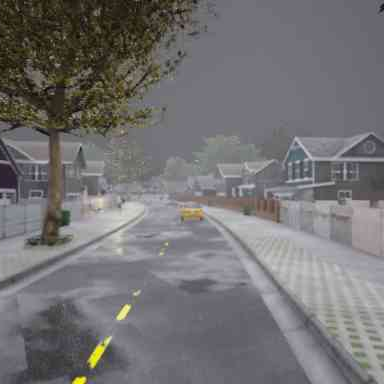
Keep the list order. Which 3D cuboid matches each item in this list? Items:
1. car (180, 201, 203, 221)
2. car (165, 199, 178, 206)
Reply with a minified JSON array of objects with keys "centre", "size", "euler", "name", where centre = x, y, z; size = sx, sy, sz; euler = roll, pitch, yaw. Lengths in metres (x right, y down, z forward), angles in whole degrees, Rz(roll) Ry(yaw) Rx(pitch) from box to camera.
[{"centre":[-0.068,1.533,28.273],"size":[1.801,1.575,5.366],"euler":[0,0,-3],"name":"car"},{"centre":[-3.622,1.785,58.283],"size":[1.895,1.301,4.718],"euler":[0,0,-10],"name":"car"}]
